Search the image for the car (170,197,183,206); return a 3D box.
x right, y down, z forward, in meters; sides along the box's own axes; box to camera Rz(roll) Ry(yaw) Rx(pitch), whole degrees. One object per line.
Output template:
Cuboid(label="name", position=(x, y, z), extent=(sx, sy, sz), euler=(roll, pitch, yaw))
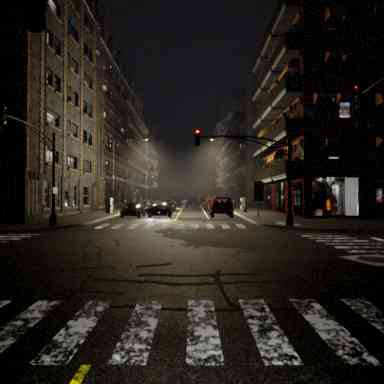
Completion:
Cuboid(label="car", position=(-2.695, 1.619, 59.603), extent=(2.033, 1.411, 5.357), euler=(0, 0, 0))

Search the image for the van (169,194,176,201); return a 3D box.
Cuboid(label="van", position=(-5.217, 1.589, 91.351), extent=(1.690, 1.788, 3.998), euler=(1, 0, 0))

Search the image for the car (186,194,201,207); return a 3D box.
Cuboid(label="car", position=(0.148, 1.519, 51.240), extent=(1.882, 1.535, 5.008), euler=(0, 0, 0))

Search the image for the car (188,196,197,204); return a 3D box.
Cuboid(label="car", position=(0.135, 1.600, 70.384), extent=(1.882, 1.535, 5.008), euler=(0, 0, 0))

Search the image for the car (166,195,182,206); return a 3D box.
Cuboid(label="car", position=(-2.734, 1.601, 49.242), extent=(1.994, 1.385, 4.181), euler=(0, 0, 1))

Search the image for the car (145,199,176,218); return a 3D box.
Cuboid(label="car", position=(-2.812, 1.575, 30.428), extent=(1.994, 1.385, 4.181), euler=(0, 0, 0))

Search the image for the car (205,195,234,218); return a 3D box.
Cuboid(label="car", position=(2.612, 1.326, 30.201), extent=(2.192, 1.841, 5.009), euler=(1, 0, 0))

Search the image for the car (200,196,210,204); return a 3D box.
Cuboid(label="car", position=(2.641, 1.556, 69.124), extent=(1.967, 1.590, 4.097), euler=(1, 0, 0))

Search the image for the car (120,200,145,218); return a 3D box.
Cuboid(label="car", position=(-5.272, 1.577, 30.162), extent=(1.947, 1.339, 4.313), euler=(1, 0, 0))

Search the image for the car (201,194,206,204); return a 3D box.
Cuboid(label="car", position=(2.621, 1.336, 41.326), extent=(2.192, 1.841, 5.009), euler=(1, 0, 0))

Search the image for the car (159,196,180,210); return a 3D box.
Cuboid(label="car", position=(-2.796, 1.523, 39.308), extent=(1.837, 1.490, 4.892), euler=(0, 0, 0))

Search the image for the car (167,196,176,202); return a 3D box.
Cuboid(label="car", position=(-5.226, 1.764, 85.786), extent=(2.008, 1.369, 4.403), euler=(1, 0, 0))

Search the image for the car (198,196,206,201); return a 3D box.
Cuboid(label="car", position=(2.659, 1.813, 91.375), extent=(1.947, 1.339, 4.313), euler=(1, 0, 0))

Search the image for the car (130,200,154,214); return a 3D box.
Cuboid(label="car", position=(-5.267, 1.581, 35.724), extent=(1.947, 1.339, 4.313), euler=(1, 0, 0))

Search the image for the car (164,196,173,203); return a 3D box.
Cuboid(label="car", position=(-5.235, 1.671, 74.487), extent=(1.752, 1.417, 4.829), euler=(1, 0, 0))

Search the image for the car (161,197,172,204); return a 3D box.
Cuboid(label="car", position=(-5.240, 1.667, 69.095), extent=(2.008, 1.369, 4.403), euler=(1, 0, 0))
